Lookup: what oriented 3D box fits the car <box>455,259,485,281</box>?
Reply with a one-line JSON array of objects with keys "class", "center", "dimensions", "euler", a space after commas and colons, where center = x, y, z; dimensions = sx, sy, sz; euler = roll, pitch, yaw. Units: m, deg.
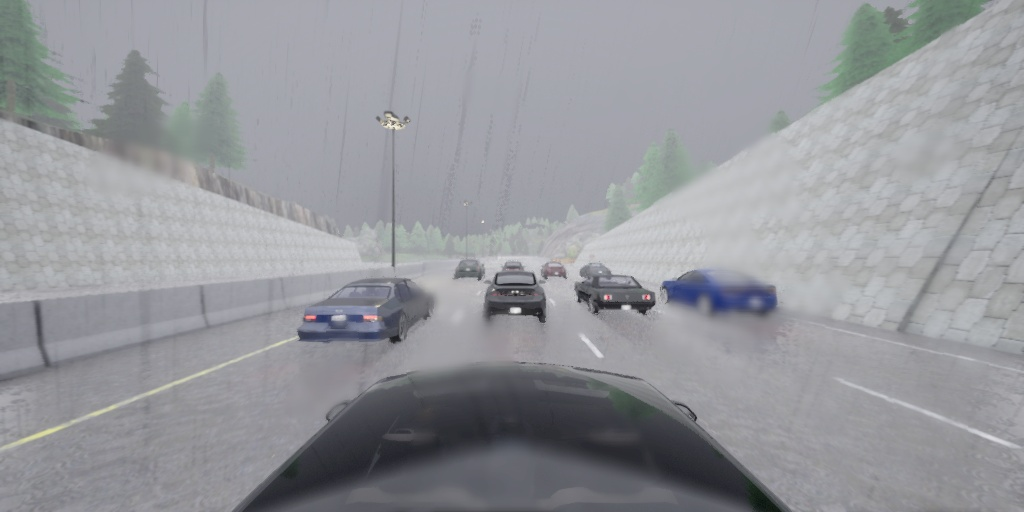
[{"class": "car", "center": [-3.404, 1.040, 29.760], "dimensions": [2.097, 1.767, 4.553], "euler": [0, 0, 0]}]

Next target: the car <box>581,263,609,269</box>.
[{"class": "car", "center": [7.095, 1.249, 30.809], "dimensions": [1.994, 1.385, 4.181], "euler": [0, 0, 0]}]

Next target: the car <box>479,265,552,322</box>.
[{"class": "car", "center": [0.099, 1.232, 12.218], "dimensions": [1.837, 1.490, 4.892], "euler": [0, 0, 0]}]

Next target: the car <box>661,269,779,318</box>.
[{"class": "car", "center": [7.098, 1.203, 12.908], "dimensions": [1.882, 1.535, 5.008], "euler": [0, 0, 0]}]

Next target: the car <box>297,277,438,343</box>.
[{"class": "car", "center": [-3.401, 1.280, 9.588], "dimensions": [2.033, 1.411, 5.357], "euler": [0, 0, 0]}]

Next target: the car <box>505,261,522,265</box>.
[{"class": "car", "center": [0.096, 1.192, 30.061], "dimensions": [1.837, 1.490, 4.892], "euler": [0, 0, 0]}]

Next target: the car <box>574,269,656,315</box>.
[{"class": "car", "center": [3.599, 1.325, 13.499], "dimensions": [1.895, 1.301, 4.718], "euler": [0, 0, 0]}]

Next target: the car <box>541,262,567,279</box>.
[{"class": "car", "center": [3.582, 1.210, 31.172], "dimensions": [1.812, 1.442, 4.674], "euler": [0, 0, 0]}]
